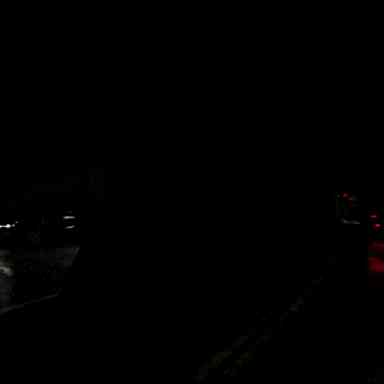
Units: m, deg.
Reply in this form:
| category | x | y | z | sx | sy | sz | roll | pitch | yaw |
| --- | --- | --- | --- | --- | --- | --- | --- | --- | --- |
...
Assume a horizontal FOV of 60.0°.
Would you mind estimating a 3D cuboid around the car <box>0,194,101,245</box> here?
| category | x | y | z | sx | sy | sz | roll | pitch | yaw |
| --- | --- | --- | --- | --- | --- | --- | --- | --- | --- |
| car | -4.968 | 0.868 | 12.160 | 1.837 | 1.490 | 4.892 | 3 | 3 | 31 |

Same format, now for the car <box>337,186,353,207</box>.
| category | x | y | z | sx | sy | sz | roll | pitch | yaw |
| --- | --- | --- | --- | --- | --- | --- | --- | --- | --- |
| car | 13.953 | 0.353 | 34.196 | 2.150 | 2.045 | 5.566 | 2 | 2 | 2 |

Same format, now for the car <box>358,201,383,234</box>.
| category | x | y | z | sx | sy | sz | roll | pitch | yaw |
| --- | --- | --- | --- | --- | --- | --- | --- | --- | --- |
| car | 9.115 | 1.176 | 15.880 | 1.837 | 1.490 | 4.892 | 3 | 3 | 26 |

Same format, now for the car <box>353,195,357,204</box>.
| category | x | y | z | sx | sy | sz | roll | pitch | yaw |
| --- | --- | --- | --- | --- | --- | --- | --- | --- | --- |
| car | 17.209 | 0.535 | 38.900 | 1.882 | 1.535 | 5.008 | 2 | 2 | -4 |
